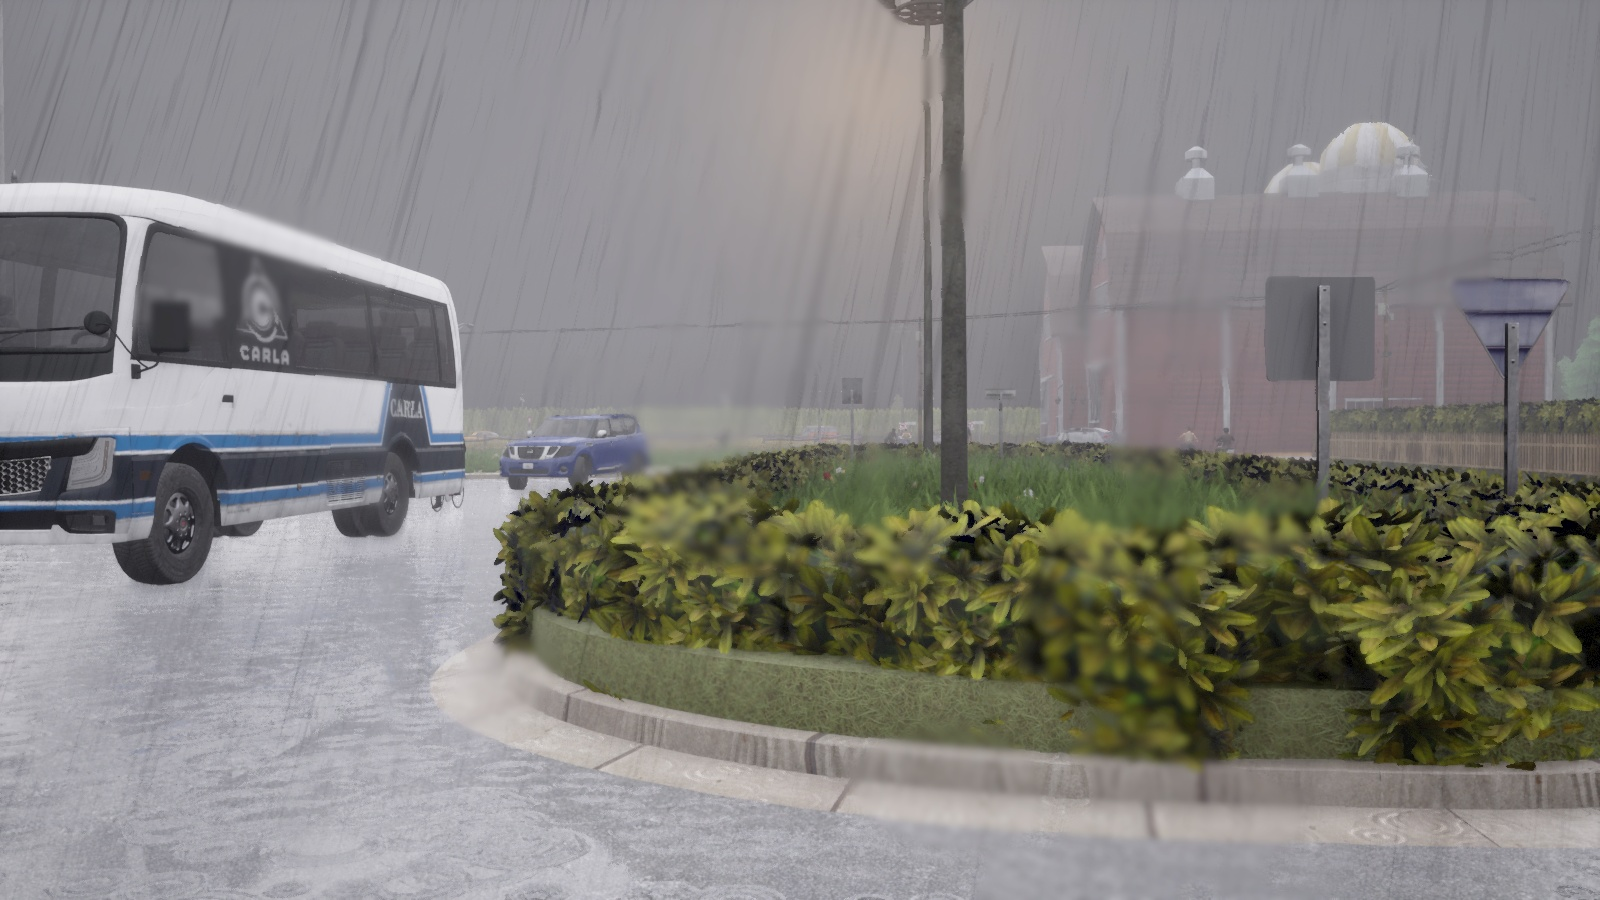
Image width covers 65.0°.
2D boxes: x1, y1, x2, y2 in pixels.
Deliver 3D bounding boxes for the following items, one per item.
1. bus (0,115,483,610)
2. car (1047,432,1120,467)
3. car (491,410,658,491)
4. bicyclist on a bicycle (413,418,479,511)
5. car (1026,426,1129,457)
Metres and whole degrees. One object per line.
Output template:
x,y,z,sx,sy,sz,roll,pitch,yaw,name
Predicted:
-7.655,-0.836,16.062,3.944,4.253,10.273,0,1,4,bus
12.741,-0.043,56.795,2.163,1.488,4.792,0,1,-1,car
-6.095,-0.034,34.829,2.150,2.045,5.566,0,1,18,car
-6.991,0.272,24.884,0.659,1.776,1.843,0,1,5,bicyclist on a bicycle
15.111,-0.494,68.445,5.027,1.651,2.152,1,1,38,car
